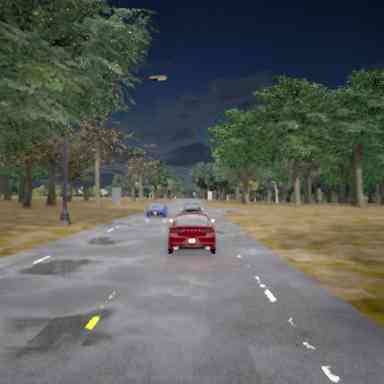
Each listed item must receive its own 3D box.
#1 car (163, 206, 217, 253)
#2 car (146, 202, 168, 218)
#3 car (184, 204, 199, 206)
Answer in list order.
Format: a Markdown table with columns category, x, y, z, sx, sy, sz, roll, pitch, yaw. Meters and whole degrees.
| category | x | y | z | sx | sy | sz | roll | pitch | yaw |
| --- | --- | --- | --- | --- | --- | --- | --- | --- | --- |
| car | 0.000 | 1.619 | 14.492 | 1.882 | 1.535 | 5.008 | 0 | 0 | 0 |
| car | -3.517 | 1.814 | 34.291 | 1.882 | 1.535 | 5.008 | 0 | -1 | 0 |
| car | -0.006 | 1.794 | 29.330 | 1.837 | 1.490 | 4.892 | 0 | 0 | 0 |
